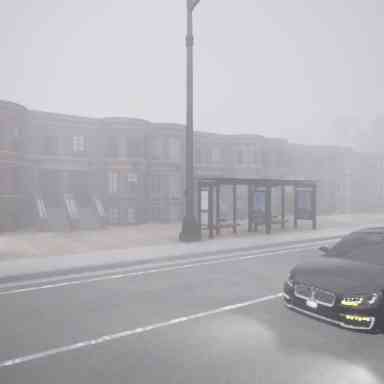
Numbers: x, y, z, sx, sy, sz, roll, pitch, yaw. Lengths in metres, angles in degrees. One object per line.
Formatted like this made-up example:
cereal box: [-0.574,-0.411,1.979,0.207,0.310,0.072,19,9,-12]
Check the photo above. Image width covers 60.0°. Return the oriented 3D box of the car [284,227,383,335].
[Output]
car: [3.912,1.504,6.597,4.892,1.490,1.837,0,0,-34]
